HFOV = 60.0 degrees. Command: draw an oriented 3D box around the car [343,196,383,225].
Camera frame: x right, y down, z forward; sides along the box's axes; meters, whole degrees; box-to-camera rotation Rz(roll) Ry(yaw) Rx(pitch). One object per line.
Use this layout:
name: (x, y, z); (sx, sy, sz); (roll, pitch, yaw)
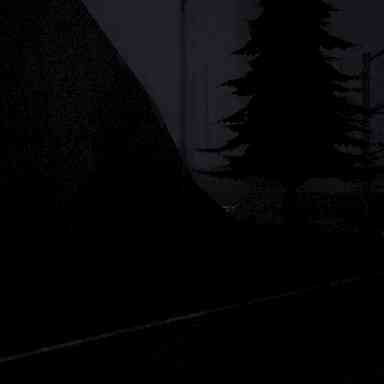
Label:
car: (12.709, 1.224, 21.480); (2.150, 2.045, 5.566); (0, 0, -32)

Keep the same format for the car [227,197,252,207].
car: (7.343, 1.529, 51.520); (4.181, 1.385, 1.994); (0, 0, -40)
